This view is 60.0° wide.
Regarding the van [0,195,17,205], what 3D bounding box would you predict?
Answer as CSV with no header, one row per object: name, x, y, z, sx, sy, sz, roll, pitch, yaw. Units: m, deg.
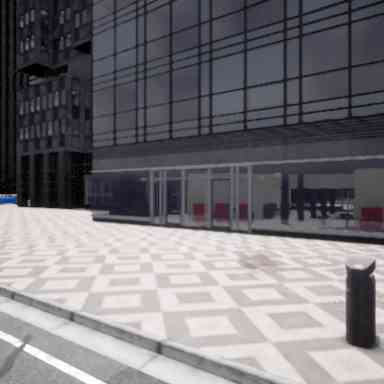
van,-31.206,1.334,56.739,1.690,1.788,3.998,0,0,35
